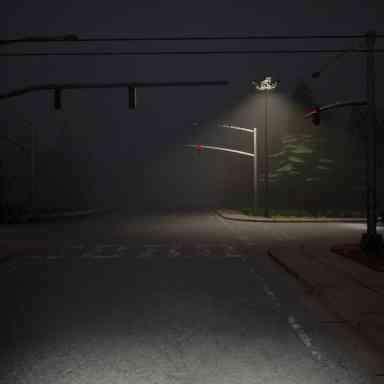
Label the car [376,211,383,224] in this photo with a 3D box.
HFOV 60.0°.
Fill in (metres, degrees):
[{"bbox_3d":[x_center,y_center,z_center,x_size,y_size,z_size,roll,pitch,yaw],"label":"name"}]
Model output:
[{"bbox_3d":[14.896,1.513,22.121,4.892,1.490,1.837,0,0,1],"label":"car"}]
